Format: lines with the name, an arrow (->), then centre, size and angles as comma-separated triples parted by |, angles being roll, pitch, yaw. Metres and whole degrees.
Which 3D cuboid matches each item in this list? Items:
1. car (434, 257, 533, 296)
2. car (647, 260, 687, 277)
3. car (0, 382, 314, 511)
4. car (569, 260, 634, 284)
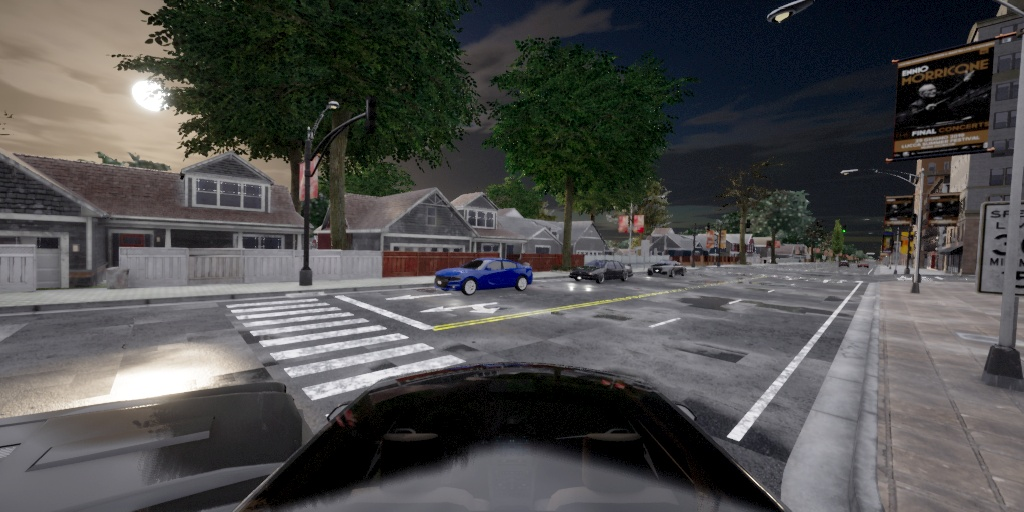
car -> -1.174, 0.827, 16.427 | 5.008, 1.535, 1.882 | 0, 2, -44
car -> 13.135, 1.014, 30.325 | 4.181, 1.385, 1.994 | 0, 2, -45
car -> -3.307, 1.295, 1.232 | 4.718, 1.301, 1.895 | 1, 2, -34
car -> 5.965, 0.945, 23.375 | 5.357, 1.411, 2.033 | 0, 2, -44
